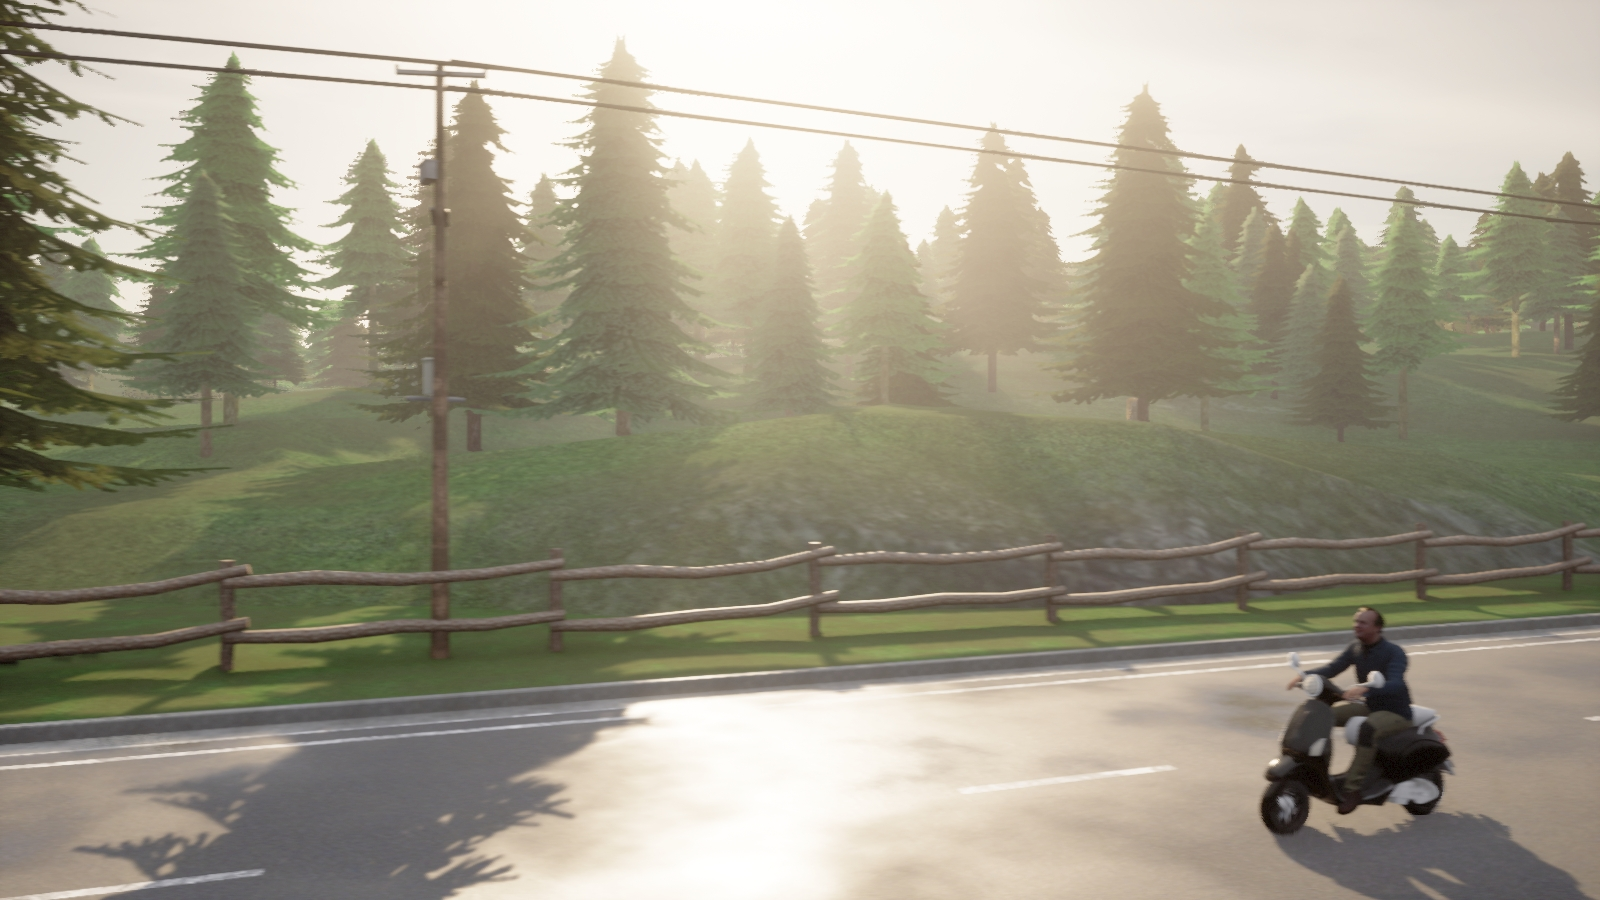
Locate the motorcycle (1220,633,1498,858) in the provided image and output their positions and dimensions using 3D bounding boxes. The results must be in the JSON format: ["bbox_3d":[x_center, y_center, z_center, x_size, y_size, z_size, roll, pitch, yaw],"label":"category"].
[{"bbox_3d":[4.169,2.139,8.539,1.805,1.316,0.856,0,0,-20],"label":"motorcycle"}]
